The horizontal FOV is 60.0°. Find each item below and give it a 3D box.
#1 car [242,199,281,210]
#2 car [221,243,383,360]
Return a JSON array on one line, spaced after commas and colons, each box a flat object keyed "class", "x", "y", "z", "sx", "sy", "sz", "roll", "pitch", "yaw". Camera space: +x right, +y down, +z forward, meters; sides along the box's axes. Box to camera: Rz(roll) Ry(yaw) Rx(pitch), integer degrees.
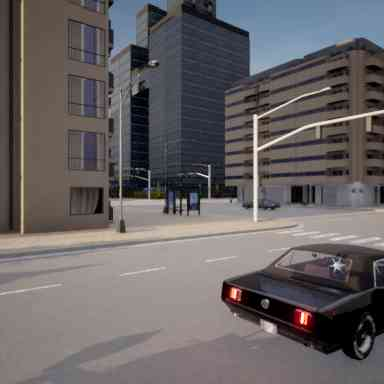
[{"class": "car", "x": 8.972, "y": 1.599, "z": 43.406, "sx": 2.033, "sy": 1.411, "sz": 5.357, "roll": 0, "pitch": 0, "yaw": -37}, {"class": "car", "x": 2.866, "y": 1.600, "z": 5.959, "sx": 4.718, "sy": 1.301, "sz": 1.895, "roll": 0, "pitch": 0, "yaw": -36}]
